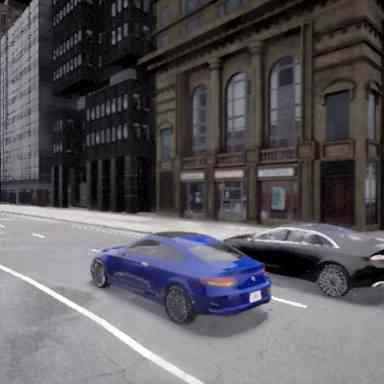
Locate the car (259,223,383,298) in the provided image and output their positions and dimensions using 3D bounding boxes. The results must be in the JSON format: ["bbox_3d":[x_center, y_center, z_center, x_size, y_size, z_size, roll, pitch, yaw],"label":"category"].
[{"bbox_3d":[2.793,1.586,8.966,2.128,1.511,4.902,0,0,-43],"label":"car"}]

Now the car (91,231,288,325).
[{"bbox_3d":[-0.494,1.602,7.367,1.812,1.442,4.674,1,0,-43],"label":"car"}]
